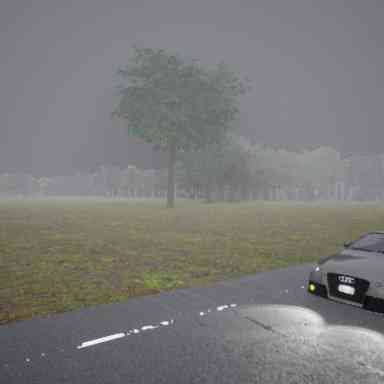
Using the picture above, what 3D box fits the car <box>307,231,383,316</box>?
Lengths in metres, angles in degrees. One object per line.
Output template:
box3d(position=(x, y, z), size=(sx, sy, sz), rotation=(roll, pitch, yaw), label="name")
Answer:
box3d(position=(4.394, 1.569, 7.136), size=(4.181, 1.385, 1.994), rotation=(0, 0, -36), label="car")
